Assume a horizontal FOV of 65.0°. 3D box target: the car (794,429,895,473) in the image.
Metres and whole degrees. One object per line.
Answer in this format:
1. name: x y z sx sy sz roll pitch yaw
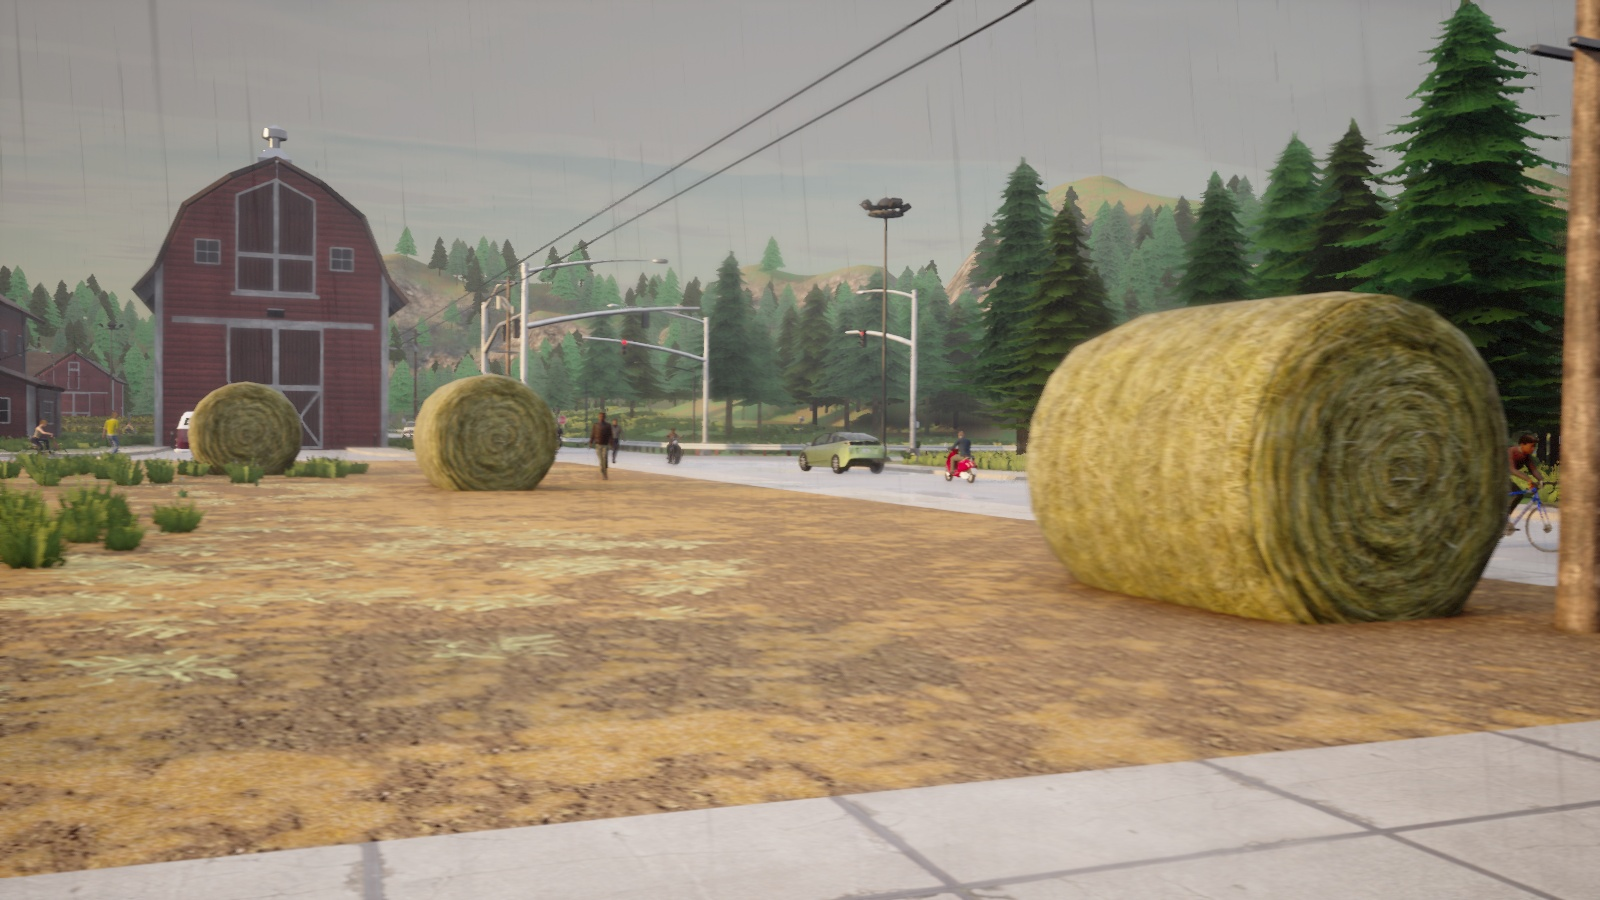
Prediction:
1. car: 1.589 0.006 46.652 2.007 1.525 4.514 -1 1 -23

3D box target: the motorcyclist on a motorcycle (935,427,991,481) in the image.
1. motorcyclist on a motorcycle: 5.009 0.105 38.682 0.866 1.590 1.817 -1 1 -23

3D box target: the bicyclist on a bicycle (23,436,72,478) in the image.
1. bicyclist on a bicycle: -29.290 0.268 48.880 1.509 1.612 0.866 -1 1 -24

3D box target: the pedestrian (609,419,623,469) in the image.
1. pedestrian: -7.173 -0.238 49.015 0.423 1.949 0.788 -1 1 -14

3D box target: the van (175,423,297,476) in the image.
1. van: -23.153 -0.061 51.641 4.480 2.038 2.069 -1 1 -24

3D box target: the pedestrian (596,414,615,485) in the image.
1. pedestrian: -5.087 -0.012 32.888 0.431 1.840 0.703 -1 1 -6

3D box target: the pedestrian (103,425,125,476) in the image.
1. pedestrian: -24.909 -0.001 45.603 0.354 1.836 0.706 -1 1 5

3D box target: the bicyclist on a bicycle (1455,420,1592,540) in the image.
1. bicyclist on a bicycle: 10.184 0.388 17.742 0.582 1.620 1.656 -1 1 -23

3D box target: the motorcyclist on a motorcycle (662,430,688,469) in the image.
1. motorcyclist on a motorcycle: -5.447 -0.050 54.562 0.766 1.649 2.350 0 1 -14
